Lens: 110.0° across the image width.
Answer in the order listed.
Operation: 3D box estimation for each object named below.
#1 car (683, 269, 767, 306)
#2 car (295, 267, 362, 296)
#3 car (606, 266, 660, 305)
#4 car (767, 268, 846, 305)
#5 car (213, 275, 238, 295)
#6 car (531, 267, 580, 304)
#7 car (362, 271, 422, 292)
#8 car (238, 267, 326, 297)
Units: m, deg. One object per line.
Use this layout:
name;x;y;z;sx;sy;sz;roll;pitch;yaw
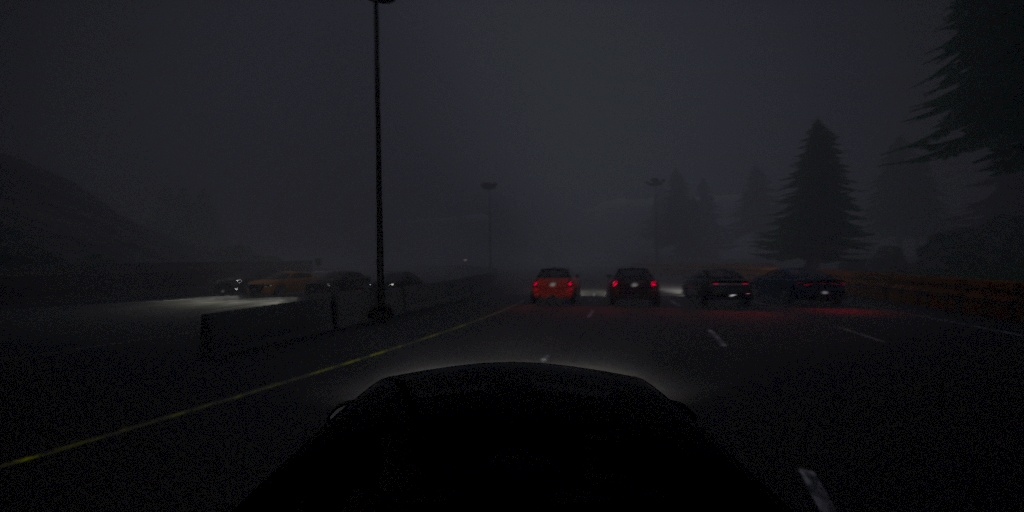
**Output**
car;9.143;1.339;16.261;2.128;1.511;4.902;-1;-1;14
car;-11.051;1.683;23.132;1.882;1.535;5.008;-1;-1;11
car;5.663;1.266;17.241;2.097;1.767;4.553;-1;-1;13
car;12.768;1.266;16.379;1.882;1.535;5.008;-1;0;14
car;-17.868;1.702;24.810;2.097;1.767;4.553;-2;-2;10
car;2.312;1.329;18.263;2.097;1.767;4.553;-1;-1;13
car;-7.450;1.696;23.382;1.812;1.442;4.674;-1;-1;10
car;-14.566;1.725;23.388;1.882;1.535;5.008;-1;-1;11
